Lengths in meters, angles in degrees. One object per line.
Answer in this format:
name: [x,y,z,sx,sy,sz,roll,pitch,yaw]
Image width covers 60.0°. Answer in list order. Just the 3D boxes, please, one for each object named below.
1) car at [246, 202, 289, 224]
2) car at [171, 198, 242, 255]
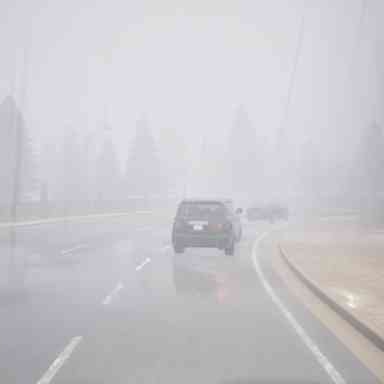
car: [5.853,1.485,25.318,1.882,1.535,5.008,0,0,34]
car: [0.765,1.258,13.507,2.150,2.045,5.566,0,0,12]
